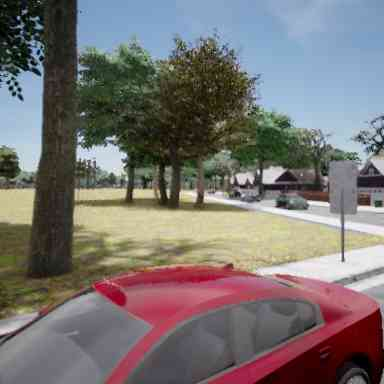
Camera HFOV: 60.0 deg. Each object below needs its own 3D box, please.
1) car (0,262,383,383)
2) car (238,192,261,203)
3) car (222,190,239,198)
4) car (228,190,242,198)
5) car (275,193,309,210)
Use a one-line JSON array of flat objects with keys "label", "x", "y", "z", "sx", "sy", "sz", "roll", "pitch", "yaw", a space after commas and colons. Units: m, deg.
[{"label": "car", "x": -0.300, "y": 1.472, "z": 2.827, "sx": 5.008, "sy": 1.535, "sz": 1.882, "roll": 0, "pitch": 0, "yaw": -36}, {"label": "car", "x": 8.788, "y": 0.915, "z": 49.572, "sx": 1.994, "sy": 1.385, "sz": 4.181, "roll": -1, "pitch": 1, "yaw": -7}, {"label": "car", "x": 7.070, "y": 0.233, "z": 64.963, "sx": 1.882, "sy": 1.535, "sz": 5.008, "roll": -1, "pitch": 1, "yaw": -7}, {"label": "car", "x": 9.097, "y": 0.457, "z": 71.334, "sx": 1.837, "sy": 1.490, "sz": 4.892, "roll": -1, "pitch": 1, "yaw": -7}, {"label": "car", "x": 10.472, "y": 0.927, "z": 35.049, "sx": 2.097, "sy": 1.767, "sz": 4.553, "roll": -1, "pitch": 1, "yaw": -7}]
